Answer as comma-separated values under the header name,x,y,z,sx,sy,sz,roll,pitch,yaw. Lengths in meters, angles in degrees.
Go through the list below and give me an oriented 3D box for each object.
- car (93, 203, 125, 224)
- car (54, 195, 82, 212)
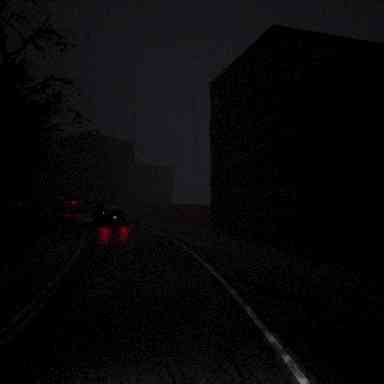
name,x,y,z,sx,sy,sz,roll,pitch,yaw
car,-6.312,1.574,25.186,1.812,1.442,4.674,0,0,-25
car,-15.111,1.345,40.453,2.150,2.045,5.566,0,0,-35
